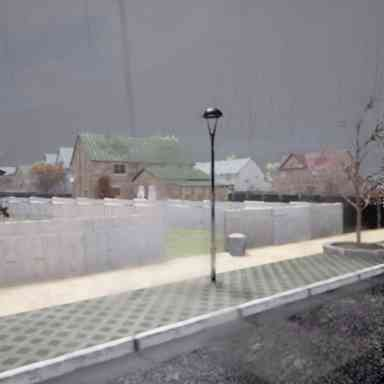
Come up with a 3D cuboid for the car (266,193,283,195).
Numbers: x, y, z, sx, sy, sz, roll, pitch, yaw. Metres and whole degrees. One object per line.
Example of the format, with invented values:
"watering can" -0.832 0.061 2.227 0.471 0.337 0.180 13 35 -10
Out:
"car" 10.362 0.858 41.160 2.128 1.511 4.902 -1 1 -34
